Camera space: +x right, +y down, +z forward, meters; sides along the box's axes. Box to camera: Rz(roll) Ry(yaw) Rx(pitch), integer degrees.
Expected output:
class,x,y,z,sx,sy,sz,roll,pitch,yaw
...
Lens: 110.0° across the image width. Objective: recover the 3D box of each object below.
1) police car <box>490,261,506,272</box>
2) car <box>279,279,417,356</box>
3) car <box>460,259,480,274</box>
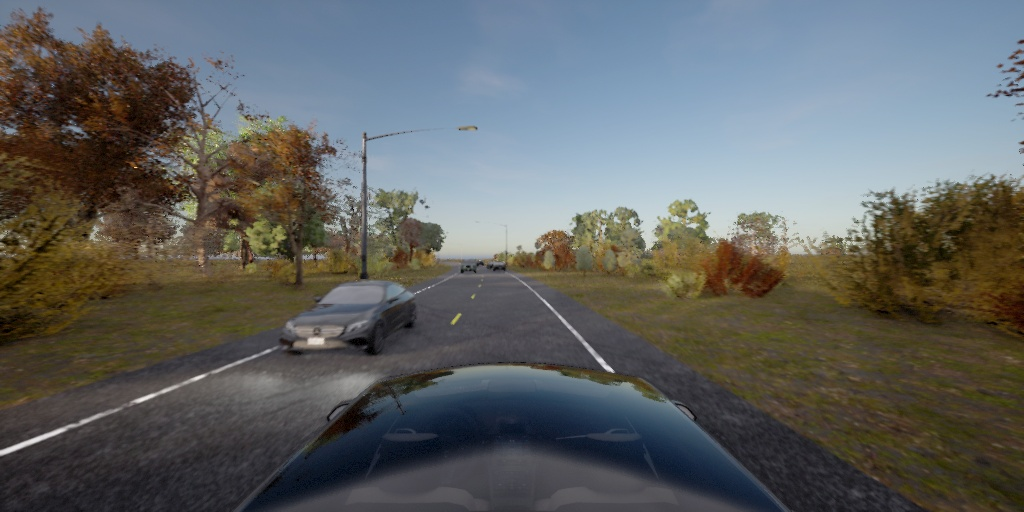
class,x,y,z,sx,sy,sz,roll,pitch,yaw
police car,-2.070,1.634,57.262,1.930,1.638,5.238,0,0,-6
car,-3.683,1.347,9.001,1.812,1.442,4.674,0,0,-1
car,-5.897,1.378,49.261,2.150,2.045,5.566,0,0,-5
